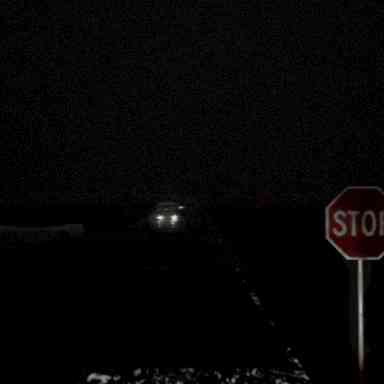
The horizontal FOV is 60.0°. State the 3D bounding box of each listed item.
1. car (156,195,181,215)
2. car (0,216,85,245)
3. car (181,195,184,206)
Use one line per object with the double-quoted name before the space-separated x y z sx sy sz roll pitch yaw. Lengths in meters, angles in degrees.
"car" -2.774 1.517 38.132 2.150 2.045 5.566 0 0 0
"car" -7.463 1.818 15.464 4.718 1.301 1.895 0 -1 -20
"car" -2.791 1.582 63.722 2.150 2.045 5.566 0 0 0
